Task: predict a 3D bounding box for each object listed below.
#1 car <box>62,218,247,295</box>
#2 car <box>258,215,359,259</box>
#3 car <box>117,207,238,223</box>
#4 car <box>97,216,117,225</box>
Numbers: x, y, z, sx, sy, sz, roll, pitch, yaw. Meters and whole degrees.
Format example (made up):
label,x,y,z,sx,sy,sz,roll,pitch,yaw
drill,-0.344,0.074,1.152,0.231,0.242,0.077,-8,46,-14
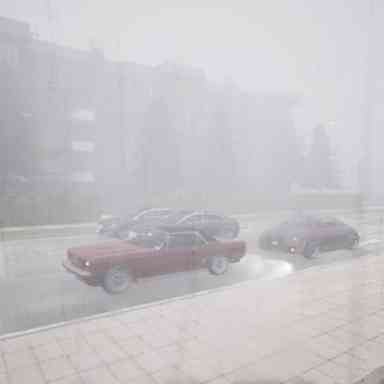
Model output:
label,x,y,z,sx,sy,sz,roll,pitch,yaw
car,-0.859,1.601,8.856,4.718,1.301,1.895,0,0,-35
car,4.470,1.572,12.585,4.181,1.385,1.994,0,0,-36
car,-0.210,1.492,13.585,4.902,1.511,2.128,0,0,-35
car,-2.243,1.492,16.434,4.902,1.511,2.128,0,0,-35
